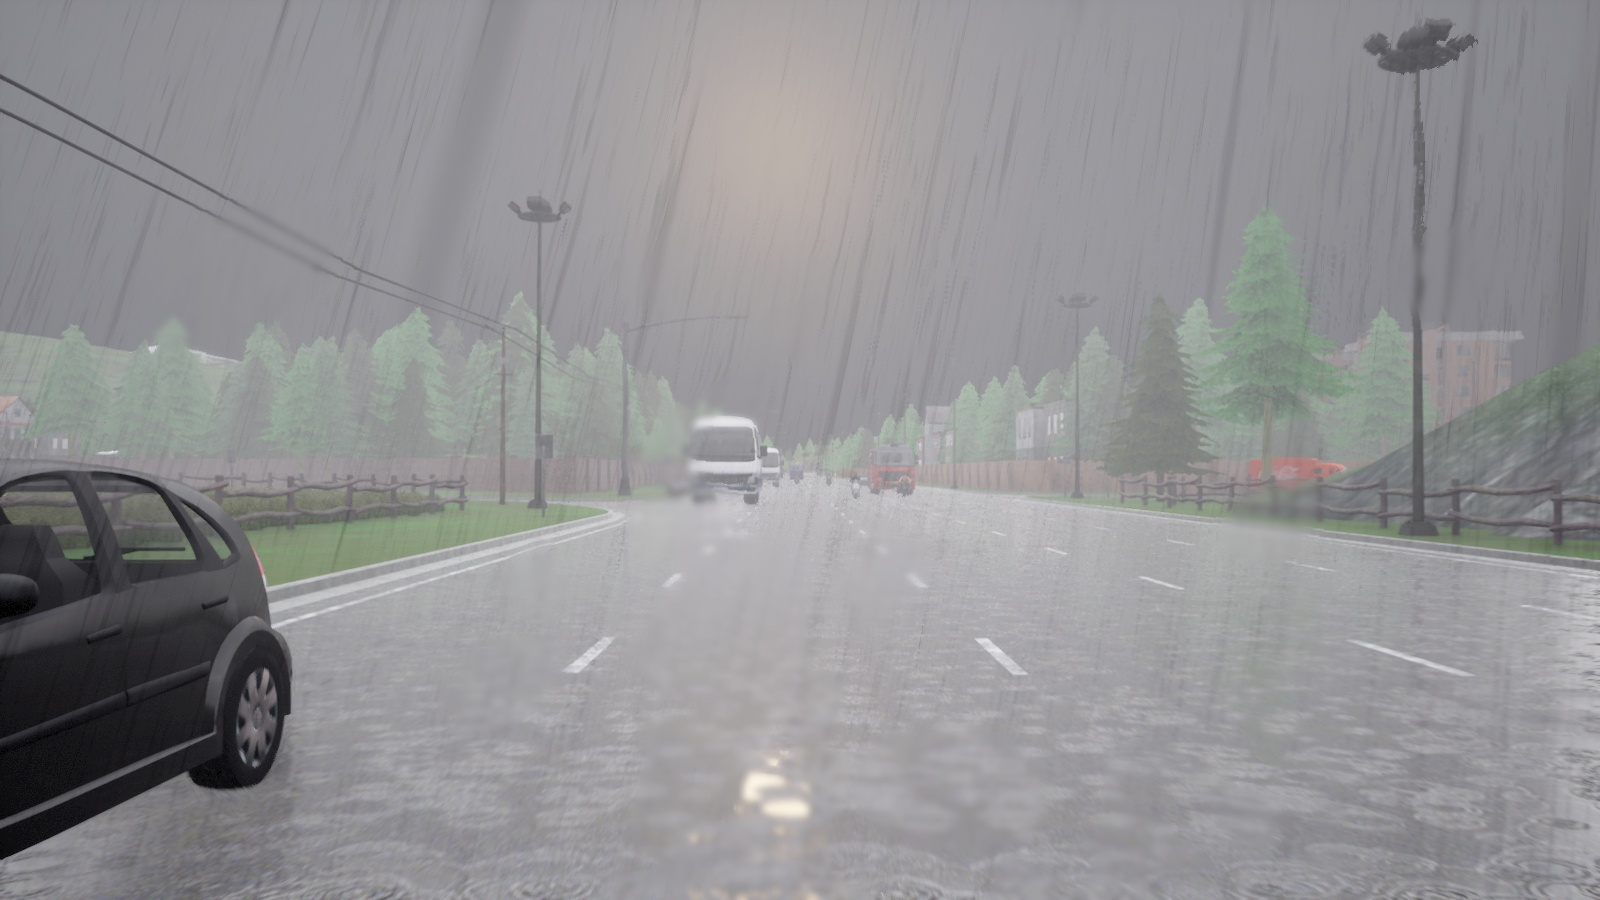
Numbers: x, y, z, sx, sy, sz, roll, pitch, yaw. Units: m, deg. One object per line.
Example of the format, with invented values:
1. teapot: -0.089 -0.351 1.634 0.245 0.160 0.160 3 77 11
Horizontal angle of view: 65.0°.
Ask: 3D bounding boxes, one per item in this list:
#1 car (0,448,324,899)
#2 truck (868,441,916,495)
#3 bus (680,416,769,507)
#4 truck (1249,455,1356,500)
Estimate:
1. car: -3.513 0.819 4.831 1.851 1.617 3.988 0 -1 0
2. truck: 6.768 1.346 93.310 2.891 3.827 8.468 0 -1 0
3. bus: -3.661 0.632 63.821 3.944 4.253 10.273 0 -1 0
4. truck: 28.504 1.530 71.299 5.204 2.467 2.627 -1 -1 32
